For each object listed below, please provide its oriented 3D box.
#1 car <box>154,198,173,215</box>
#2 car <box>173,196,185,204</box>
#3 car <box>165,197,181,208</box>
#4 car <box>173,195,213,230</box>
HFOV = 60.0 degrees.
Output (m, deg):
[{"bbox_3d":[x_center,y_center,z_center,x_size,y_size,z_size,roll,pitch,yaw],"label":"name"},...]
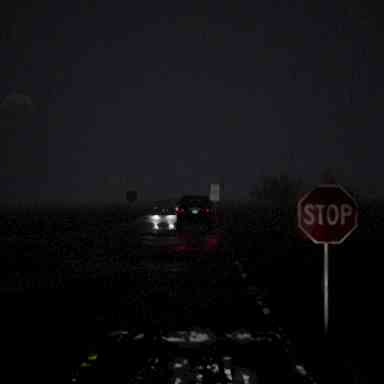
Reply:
[{"bbox_3d":[-2.723,1.480,33.763,1.837,1.490,4.892,0,0,0],"label":"car"},{"bbox_3d":[-2.509,1.476,65.788,2.128,1.511,4.902,0,0,0],"label":"car"},{"bbox_3d":[-2.661,1.518,48.459,2.033,1.411,5.357,0,0,0],"label":"car"},{"bbox_3d":[0.177,1.204,21.257,2.150,2.045,5.566,0,0,0],"label":"car"}]
